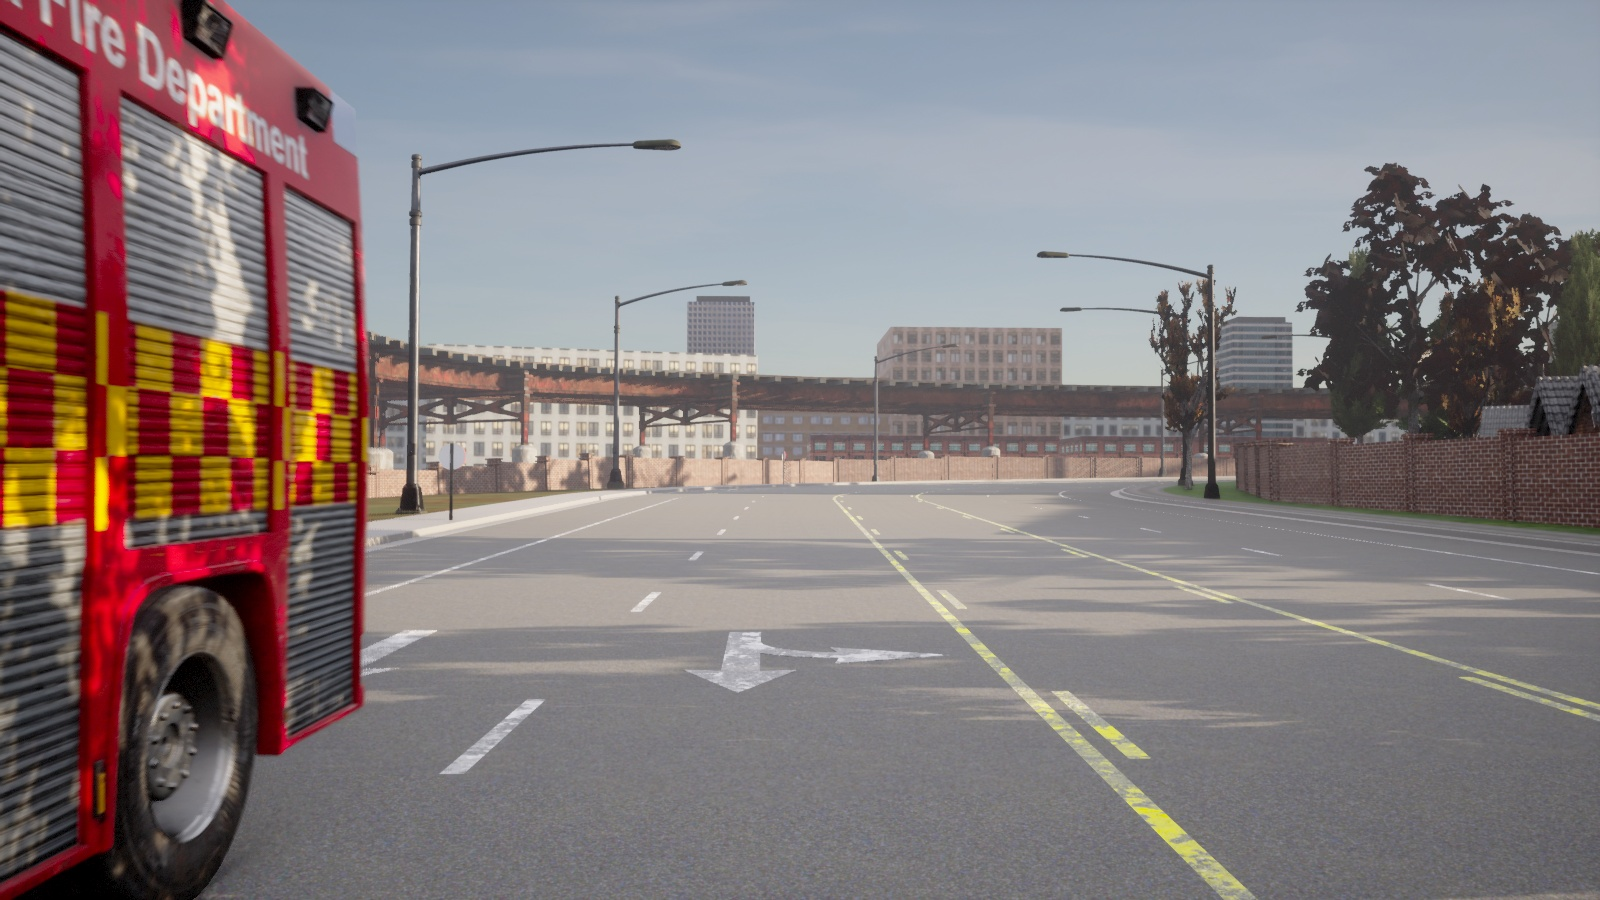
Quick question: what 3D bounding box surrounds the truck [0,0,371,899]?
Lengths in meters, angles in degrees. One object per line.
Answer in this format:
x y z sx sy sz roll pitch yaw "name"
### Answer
-3.509 -0.304 1.822 2.891 3.827 8.468 0 -1 0 "truck"
